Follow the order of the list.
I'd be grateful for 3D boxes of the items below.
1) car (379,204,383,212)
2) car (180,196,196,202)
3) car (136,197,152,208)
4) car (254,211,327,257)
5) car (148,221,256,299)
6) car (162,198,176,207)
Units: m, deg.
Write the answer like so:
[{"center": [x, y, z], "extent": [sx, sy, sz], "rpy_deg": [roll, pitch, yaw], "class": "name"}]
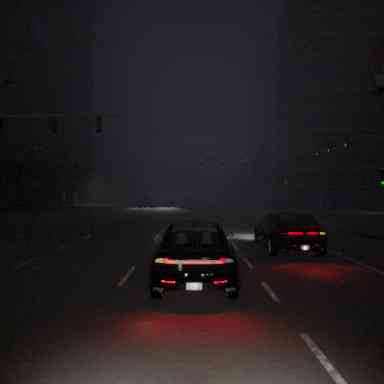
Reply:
[{"center": [22.659, 1.503, 35.689], "extent": [4.674, 1.442, 1.812], "rpy_deg": [0, 0, 0], "class": "car"}, {"center": [-1.018, 1.520, 73.312], "extent": [1.895, 1.301, 4.718], "rpy_deg": [0, 0, -27], "class": "car"}, {"center": [-7.010, 1.474, 48.729], "extent": [1.837, 1.490, 4.892], "rpy_deg": [0, 0, 0], "class": "car"}, {"center": [3.616, 1.497, 12.880], "extent": [1.837, 1.490, 4.892], "rpy_deg": [0, 0, 1], "class": "car"}, {"center": [0.066, 1.486, 8.412], "extent": [2.128, 1.511, 4.902], "rpy_deg": [0, 0, 1], "class": "car"}, {"center": [-3.494, 1.569, 51.363], "extent": [1.895, 1.301, 4.718], "rpy_deg": [0, 0, 1], "class": "car"}]
